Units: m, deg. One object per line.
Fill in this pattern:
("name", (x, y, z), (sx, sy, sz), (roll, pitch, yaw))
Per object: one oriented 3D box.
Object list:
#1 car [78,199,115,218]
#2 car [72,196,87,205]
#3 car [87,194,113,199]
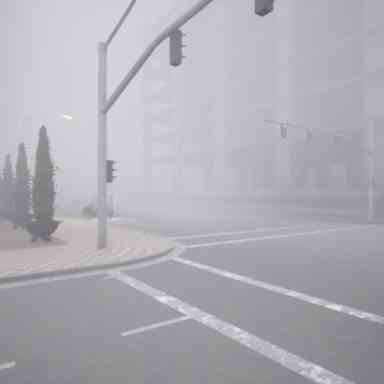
("car", (-8.729, 1.640, 30.918), (1.994, 1.385, 4.181), (0, 0, -35))
("car", (-19.674, 1.446, 58.924), (2.097, 1.767, 4.553), (0, 0, -35))
("car", (-13.662, 1.311, 50.414), (2.150, 2.045, 5.566), (0, 0, -35))
